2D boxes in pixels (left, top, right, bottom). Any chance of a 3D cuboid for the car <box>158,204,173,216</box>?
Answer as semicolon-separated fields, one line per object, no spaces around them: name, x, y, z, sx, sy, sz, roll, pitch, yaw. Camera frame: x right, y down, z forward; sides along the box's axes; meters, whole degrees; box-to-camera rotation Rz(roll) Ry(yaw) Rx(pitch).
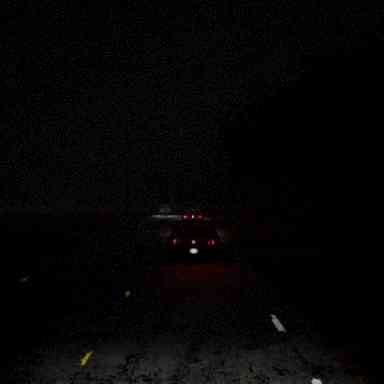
car;-3.616;2.413;44.960;1.812;1.442;4.674;1;-1;-6

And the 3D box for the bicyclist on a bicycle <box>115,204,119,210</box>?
bicyclist on a bicycle;-19.432;3.991;86.064;1.656;1.620;0.582;-3;-5;44

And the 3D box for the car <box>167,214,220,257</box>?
car;0.080;1.790;13.790;1.895;1.301;4.718;0;-1;0

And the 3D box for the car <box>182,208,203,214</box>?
car;0.079;2.093;29.125;1.895;1.301;4.718;0;-1;0
